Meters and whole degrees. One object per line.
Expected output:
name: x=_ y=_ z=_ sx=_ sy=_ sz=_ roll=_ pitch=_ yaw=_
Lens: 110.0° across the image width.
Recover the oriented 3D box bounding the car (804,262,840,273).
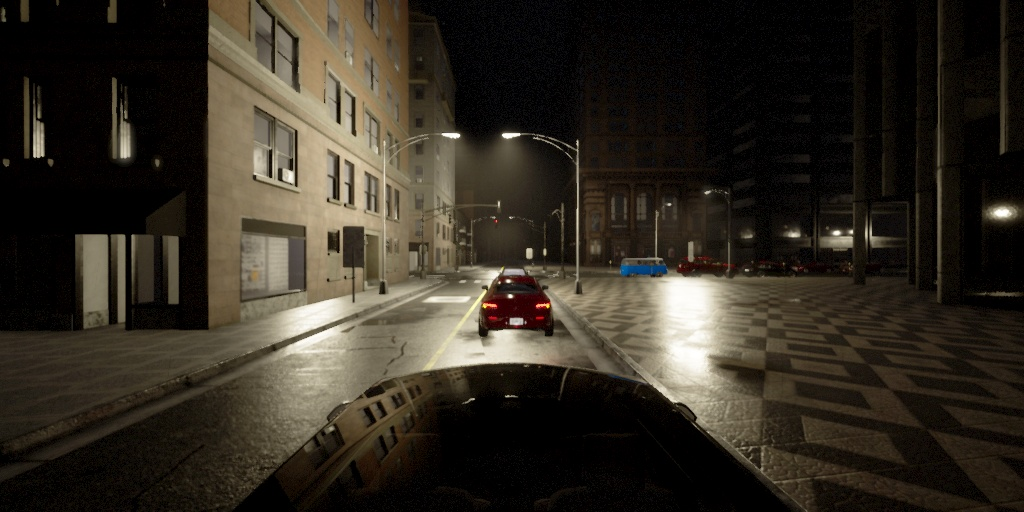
car: x=34.199 y=1.300 z=40.821 sx=4.207 sy=1.307 sz=1.802 roll=0 pitch=0 yaw=-1

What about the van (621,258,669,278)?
van: x=11.742 y=1.081 z=31.962 sx=3.998 sy=1.789 sz=1.690 roll=0 pitch=0 yaw=-1

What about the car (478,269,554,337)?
car: x=0.095 y=1.264 z=10.148 sx=1.812 sy=1.442 sz=4.674 roll=0 pitch=0 yaw=0

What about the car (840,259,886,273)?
car: x=39.838 y=1.154 z=40.904 sx=4.097 sy=1.591 sz=1.967 roll=0 pitch=0 yaw=-1

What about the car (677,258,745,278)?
car: x=17.383 y=1.054 z=32.046 sx=5.009 sy=1.841 sz=2.192 roll=0 pitch=0 yaw=-1

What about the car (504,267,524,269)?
car: x=0.110 y=1.288 z=20.020 sx=1.994 sy=1.385 sz=4.181 roll=0 pitch=0 yaw=0

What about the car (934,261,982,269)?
car: x=39.940 y=1.166 z=32.379 sx=4.097 sy=1.591 sz=1.967 roll=0 pitch=0 yaw=-1

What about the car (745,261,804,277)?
car: x=23.022 y=1.302 z=32.129 sx=4.313 sy=1.339 sz=1.948 roll=0 pitch=0 yaw=-1
